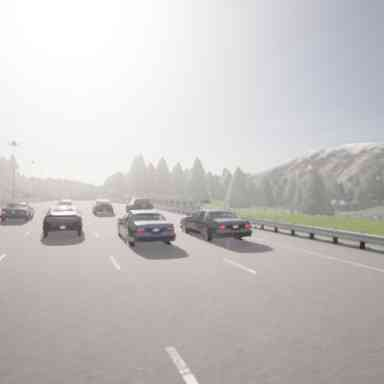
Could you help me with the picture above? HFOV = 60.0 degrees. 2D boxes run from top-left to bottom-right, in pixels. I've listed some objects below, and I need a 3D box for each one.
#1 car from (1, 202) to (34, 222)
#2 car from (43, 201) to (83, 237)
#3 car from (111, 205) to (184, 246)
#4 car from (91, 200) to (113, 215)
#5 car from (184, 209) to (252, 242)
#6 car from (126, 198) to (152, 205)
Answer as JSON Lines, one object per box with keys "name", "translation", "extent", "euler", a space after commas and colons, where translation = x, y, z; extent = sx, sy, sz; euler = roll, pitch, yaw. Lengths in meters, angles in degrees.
{"name": "car", "translation": [-13.891, 1.542, 26.641], "extent": [2.033, 1.411, 5.357], "euler": [0, 0, -20]}
{"name": "car", "translation": [-7.105, 1.488, 18.390], "extent": [2.128, 1.511, 4.902], "euler": [0, 0, -20]}
{"name": "car", "translation": [-2.279, 1.547, 15.395], "extent": [2.033, 1.411, 5.357], "euler": [0, 0, -20]}
{"name": "car", "translation": [-9.203, 1.524, 34.168], "extent": [1.812, 1.442, 4.674], "euler": [0, -1, -20]}
{"name": "car", "translation": [0.996, 1.546, 16.626], "extent": [2.033, 1.411, 5.357], "euler": [0, 0, -20]}
{"name": "car", "translation": [-5.447, 1.352, 34.142], "extent": [2.097, 1.767, 4.553], "euler": [0, 0, -21]}
